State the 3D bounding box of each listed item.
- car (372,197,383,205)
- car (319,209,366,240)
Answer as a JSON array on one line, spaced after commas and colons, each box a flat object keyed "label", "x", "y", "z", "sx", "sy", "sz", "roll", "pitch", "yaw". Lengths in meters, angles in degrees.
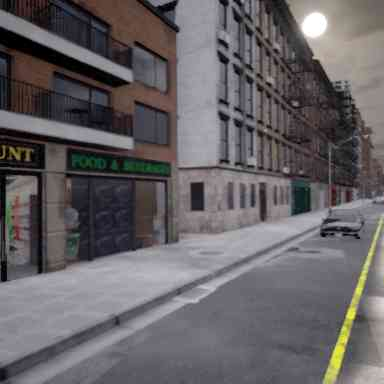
[{"label": "car", "x": 37.293, "y": 1.832, "z": 66.529, "sx": 1.812, "sy": 1.442, "sz": 4.674, "roll": -1, "pitch": -1, "yaw": 31}, {"label": "car", "x": 8.299, "y": 1.649, "z": 18.046, "sx": 2.033, "sy": 1.411, "sz": 5.357, "roll": -1, "pitch": -1, "yaw": 31}]
